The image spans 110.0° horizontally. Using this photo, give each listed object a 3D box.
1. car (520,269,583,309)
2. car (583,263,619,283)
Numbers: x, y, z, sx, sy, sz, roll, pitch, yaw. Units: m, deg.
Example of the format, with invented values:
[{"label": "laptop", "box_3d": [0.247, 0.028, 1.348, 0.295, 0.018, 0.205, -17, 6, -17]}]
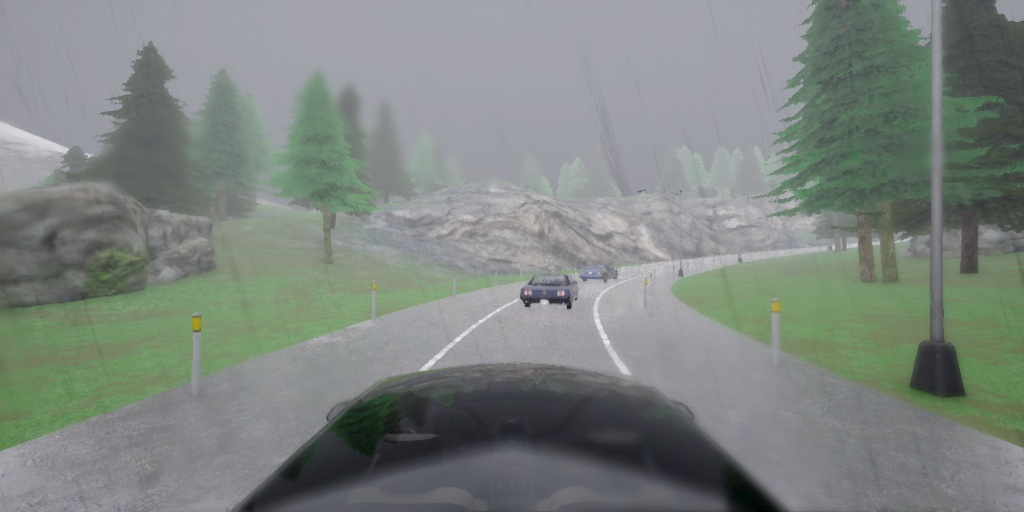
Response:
[{"label": "car", "box_3d": [1.734, 1.366, 15.049, 1.895, 1.301, 4.718, 0, 0, 15]}, {"label": "car", "box_3d": [6.792, 1.227, 27.663, 2.033, 1.411, 5.357, 0, 1, 29]}]
